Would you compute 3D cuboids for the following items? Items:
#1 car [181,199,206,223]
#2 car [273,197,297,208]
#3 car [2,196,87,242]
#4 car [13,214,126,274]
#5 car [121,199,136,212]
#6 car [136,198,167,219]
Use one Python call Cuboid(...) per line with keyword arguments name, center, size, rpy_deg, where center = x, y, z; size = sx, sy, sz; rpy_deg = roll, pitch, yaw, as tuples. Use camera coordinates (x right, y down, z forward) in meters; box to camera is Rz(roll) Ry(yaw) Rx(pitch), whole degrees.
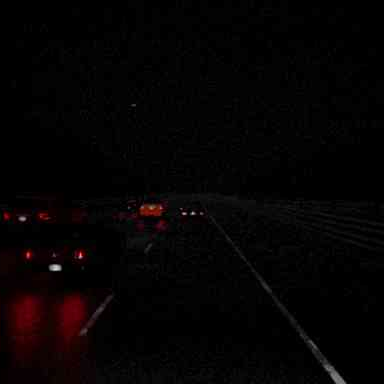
Cuboid(name="car", center=(0.101, 1.556, 25.761), size=(2.033, 1.411, 5.357), rpy_deg=(0, 0, 1))
Cuboid(name="car", center=(14.015, 1.558, 50.371), size=(2.033, 1.649, 4.856), rpy_deg=(0, 0, -15))
Cuboid(name="car", center=(-6.887, 1.209, 16.240), size=(2.150, 2.045, 5.566), rpy_deg=(0, -1, 0))
Cuboid(name="car", center=(-3.394, 1.601, 10.529), size=(1.895, 1.301, 4.718), rpy_deg=(0, 0, 0))
Cuboid(name="car", center=(-6.893, 1.543, 38.875), size=(1.812, 1.442, 4.674), rpy_deg=(0, 0, 0))
Cuboid(name="car", center=(-3.380, 1.352, 29.957), size=(2.097, 1.767, 4.553), rpy_deg=(1, 0, 0))
